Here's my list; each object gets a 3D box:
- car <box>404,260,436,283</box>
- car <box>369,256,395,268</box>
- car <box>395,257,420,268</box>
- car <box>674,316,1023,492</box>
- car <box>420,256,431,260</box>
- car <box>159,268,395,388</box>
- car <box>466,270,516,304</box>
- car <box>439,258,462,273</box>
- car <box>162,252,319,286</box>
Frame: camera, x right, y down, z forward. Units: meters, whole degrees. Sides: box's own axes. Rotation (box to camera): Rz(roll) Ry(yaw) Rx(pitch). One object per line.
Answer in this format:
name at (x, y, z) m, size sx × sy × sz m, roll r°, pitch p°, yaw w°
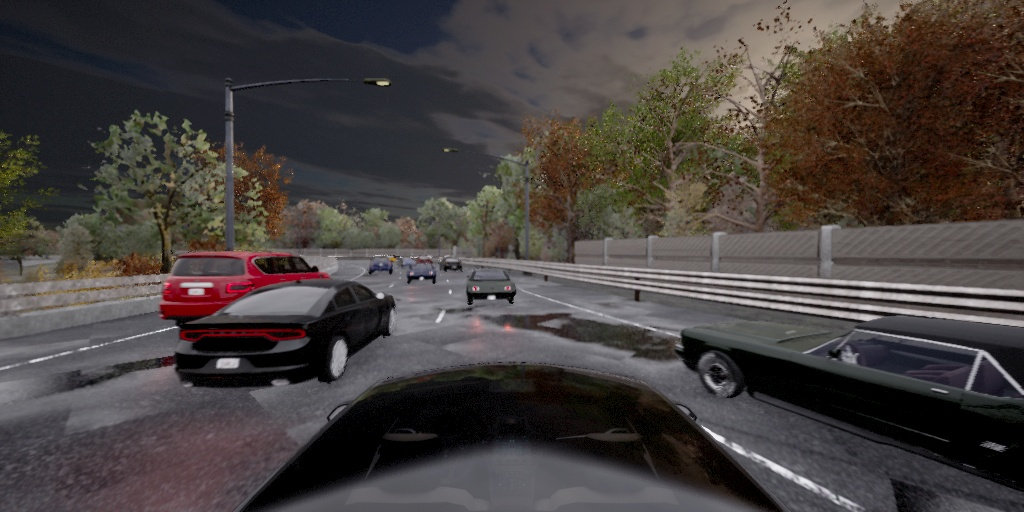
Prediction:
car at (-6.406, 1.151, 25.569) m, size 1.895 × 1.301 × 4.718 m, roll 0°, pitch 0°, yaw -13°
car at (-13.146, 0.815, 36.066) m, size 2.097 × 1.767 × 4.553 m, roll 0°, pitch 1°, yaw -19°
car at (-14.361, 0.908, 48.421) m, size 2.033 × 1.411 × 5.357 m, roll 0°, pitch 1°, yaw -26°
car at (4.279, 1.331, 3.931) m, size 1.895 × 1.301 × 4.718 m, roll 0°, pitch 1°, yaw -25°
car at (-13.753, 0.783, 55.024) m, size 1.882 × 1.535 × 5.008 m, roll 0°, pitch 1°, yaw -27°
car at (-3.735, 1.183, 7.008) m, size 1.882 × 1.535 × 5.008 m, roll 0°, pitch 1°, yaw -3°
car at (-1.034, 1.234, 15.580) m, size 1.895 × 1.301 × 4.718 m, roll 0°, pitch 0°, yaw -7°
car at (-6.647, 0.920, 38.459) m, size 1.882 × 1.535 × 5.008 m, roll 0°, pitch 0°, yaw -19°
car at (-7.504, 0.894, 10.920) m, size 2.150 × 2.045 × 5.566 m, roll 0°, pitch 0°, yaw -5°
